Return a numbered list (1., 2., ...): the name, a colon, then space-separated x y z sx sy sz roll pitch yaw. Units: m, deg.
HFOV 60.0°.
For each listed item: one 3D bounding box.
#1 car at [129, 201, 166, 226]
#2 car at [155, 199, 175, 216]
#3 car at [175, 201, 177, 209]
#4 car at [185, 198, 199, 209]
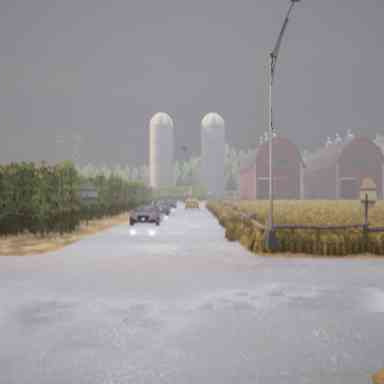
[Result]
1. car: -3.188 1.597 23.768 1.994 1.385 4.181 0 0 0
2. car: -3.184 1.578 34.123 2.128 1.511 4.902 0 0 0
3. car: -3.128 1.657 47.350 2.033 1.411 5.357 0 0 0
4. car: 0.015 1.587 46.297 1.882 1.535 5.008 0 0 0
